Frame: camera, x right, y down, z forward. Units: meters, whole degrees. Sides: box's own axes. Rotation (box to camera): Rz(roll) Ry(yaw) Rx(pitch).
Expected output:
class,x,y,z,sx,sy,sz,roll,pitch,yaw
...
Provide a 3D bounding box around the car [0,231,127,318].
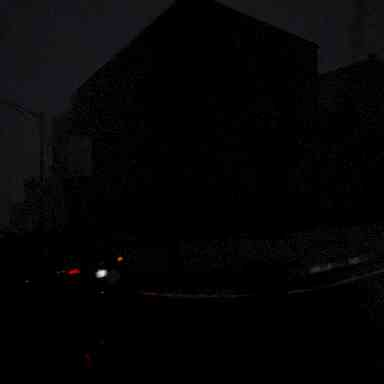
class,x,y,z,sx,sy,sz,roll,pitch,yaw
car,-3.541,1.597,7.439,4.181,1.385,1.994,-1,-1,27
